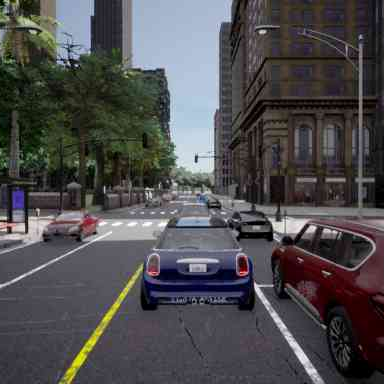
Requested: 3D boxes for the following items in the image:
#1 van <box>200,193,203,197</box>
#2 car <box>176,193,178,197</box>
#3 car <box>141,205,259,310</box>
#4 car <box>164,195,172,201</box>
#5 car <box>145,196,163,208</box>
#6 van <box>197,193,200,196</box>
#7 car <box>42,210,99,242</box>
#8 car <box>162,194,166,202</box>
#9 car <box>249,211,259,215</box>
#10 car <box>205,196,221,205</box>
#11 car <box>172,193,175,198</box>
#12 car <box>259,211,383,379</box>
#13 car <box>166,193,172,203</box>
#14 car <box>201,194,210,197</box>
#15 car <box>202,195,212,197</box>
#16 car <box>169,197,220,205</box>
[{"bbox_3d":[2.762,1.309,58.999,1.690,1.788,3.998,0,0,0],"label":"van"},{"bbox_3d":[-5.760,1.239,91.541,2.192,1.841,5.009,0,0,0],"label":"car"},{"bbox_3d":[0.103,1.351,7.950,2.097,1.767,4.553,0,0,0],"label":"car"},{"bbox_3d":[-5.761,1.466,80.531,1.752,1.417,4.829,0,0,0],"label":"car"},{"bbox_3d":[-5.763,1.529,48.178,2.008,1.369,4.403,0,0,0],"label":"car"},{"bbox_3d":[2.764,1.282,80.680,1.690,1.788,3.998,0,0,0],"label":"van"},{"bbox_3d":[-5.765,1.578,16.319,1.802,1.307,4.206,0,0,0],"label":"car"},{"bbox_3d":[-5.763,1.414,53.598,1.967,1.590,4.097,0,0,0],"label":"car"},{"bbox_3d":[2.760,1.562,16.301,1.947,1.339,4.313,0,0,0],"label":"car"},{"bbox_3d":[2.762,1.547,42.738,1.947,1.339,4.313,0,0,0],"label":"car"},{"bbox_3d":[-5.762,1.264,75.280,2.192,1.841,5.009,0,0,0],"label":"car"},{"bbox_3d":[2.758,1.314,5.450,2.192,1.841,5.009,0,0,0],"label":"car"},{"bbox_3d":[-5.762,1.396,69.860,1.967,1.590,4.097,0,0,0],"label":"car"},{"bbox_3d":[2.763,1.499,53.748,1.752,1.417,4.829,0,0,0],"label":"car"},{"bbox_3d":[2.762,1.544,48.158,1.947,1.339,4.313,0,0,0],"label":"car"},{"bbox_3d":[0.102,1.348,17.484,2.097,1.767,4.553,0,0,0],"label":"car"}]
